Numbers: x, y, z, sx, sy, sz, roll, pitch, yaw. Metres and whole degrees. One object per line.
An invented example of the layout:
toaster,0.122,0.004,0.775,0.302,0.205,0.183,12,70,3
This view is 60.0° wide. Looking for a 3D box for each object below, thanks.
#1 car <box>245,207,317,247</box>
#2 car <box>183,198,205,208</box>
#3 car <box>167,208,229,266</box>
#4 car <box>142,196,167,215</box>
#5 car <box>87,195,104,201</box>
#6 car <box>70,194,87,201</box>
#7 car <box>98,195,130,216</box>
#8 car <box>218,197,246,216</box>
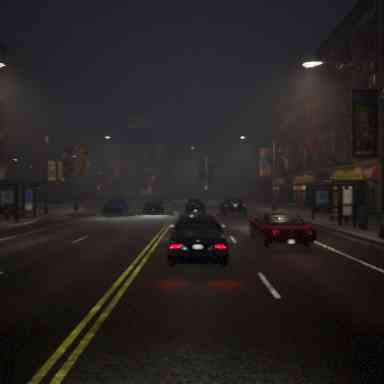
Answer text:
car,3.729,1.541,14.572,1.895,1.301,4.718,0,0,1
car,0.207,1.364,31.437,1.837,1.490,4.892,0,0,-2
car,0.188,1.497,11.353,2.033,1.411,5.357,0,0,1
car,-3.600,1.415,31.925,1.994,1.385,4.181,0,0,-3
car,-19.733,1.242,72.121,4.718,1.301,1.895,0,0,30
car,-25.014,1.149,74.346,4.674,1.452,2.002,0,0,20
car,-6.967,1.328,30.902,1.882,1.535,5.008,0,0,-3
car,3.705,1.218,31.104,2.097,1.767,4.553,0,0,-2
